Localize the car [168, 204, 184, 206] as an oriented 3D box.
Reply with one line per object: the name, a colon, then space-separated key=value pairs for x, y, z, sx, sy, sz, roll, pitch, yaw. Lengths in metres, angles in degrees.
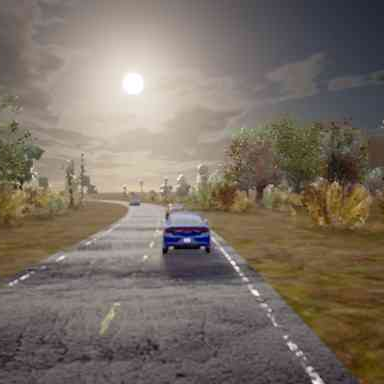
car: x=-1.434 y=1.771 z=29.416 sx=2.128 sy=1.511 sz=4.902 roll=0 pitch=0 yaw=-6

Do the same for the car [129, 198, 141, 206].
car: x=-11.978 y=1.992 z=69.837 sx=2.097 sy=1.767 sz=4.553 roll=0 pitch=-1 yaw=-15

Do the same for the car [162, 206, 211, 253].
car: x=-0.294 y=1.616 z=14.550 sx=1.882 sy=1.535 sz=5.008 roll=0 pitch=0 yaw=-3
